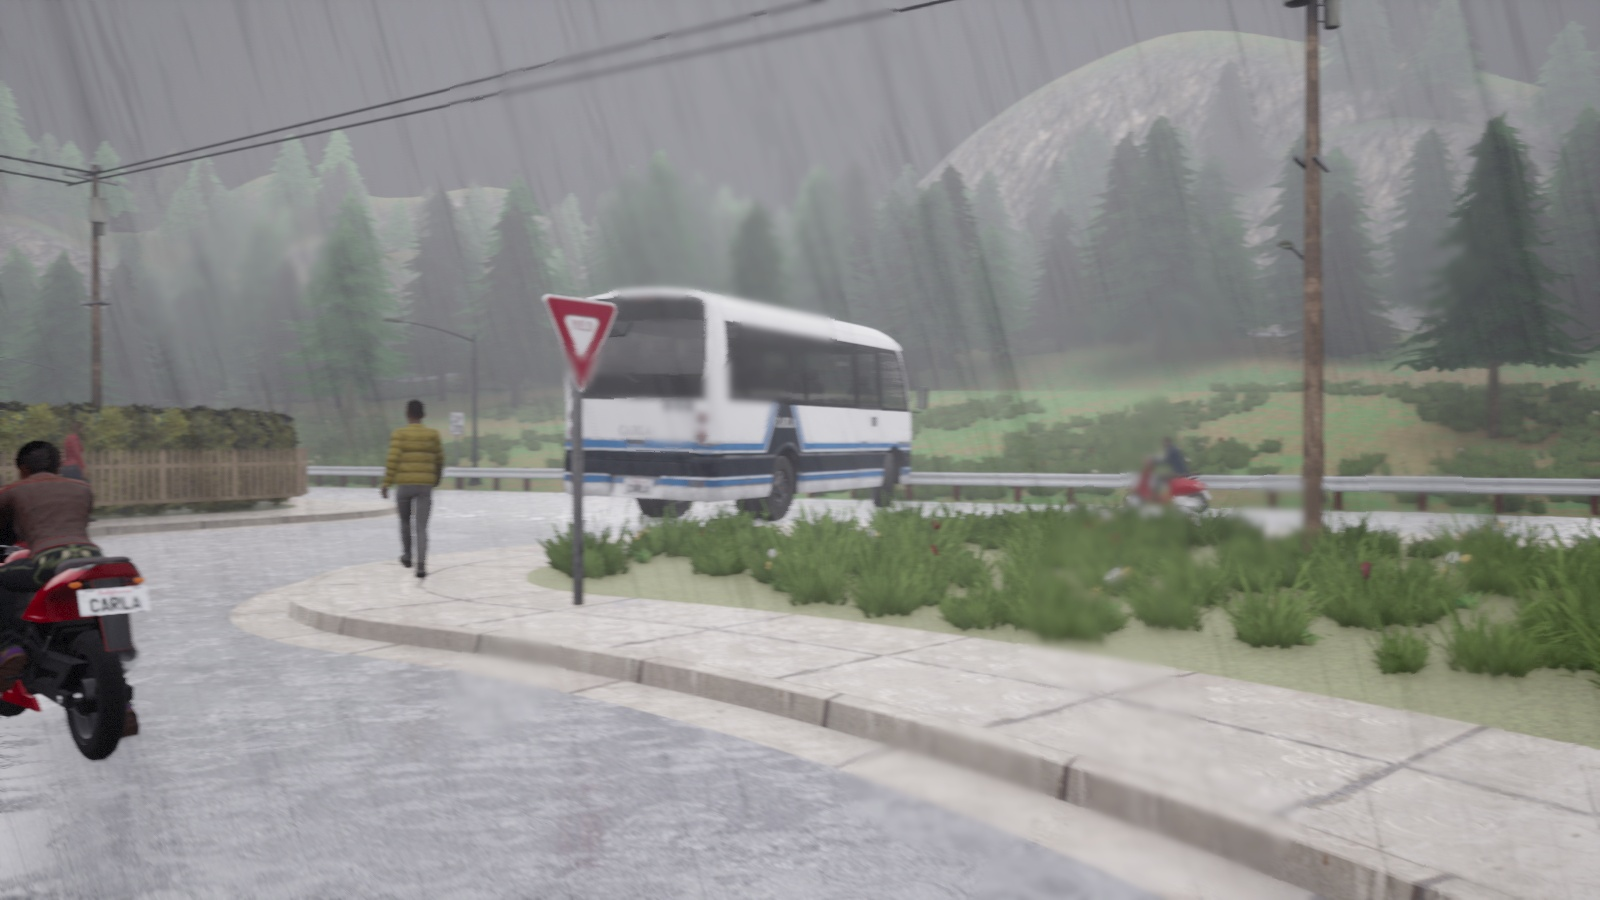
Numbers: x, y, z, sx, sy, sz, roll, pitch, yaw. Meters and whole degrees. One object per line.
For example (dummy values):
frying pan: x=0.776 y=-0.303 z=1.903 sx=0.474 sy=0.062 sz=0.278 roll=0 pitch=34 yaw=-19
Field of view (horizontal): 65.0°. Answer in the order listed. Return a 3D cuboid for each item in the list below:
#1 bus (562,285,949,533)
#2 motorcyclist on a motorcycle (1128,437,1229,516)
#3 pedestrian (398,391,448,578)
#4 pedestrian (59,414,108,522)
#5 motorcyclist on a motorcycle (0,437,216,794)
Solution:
bus: x=-0.386 y=-0.792 z=27.069 sx=3.944 sy=4.253 sz=10.273 roll=2 pitch=1 yaw=25
motorcyclist on a motorcycle: x=7.833 y=0.521 z=25.995 sx=1.817 sy=1.590 sz=0.866 roll=0 pitch=0 yaw=33
pedestrian: x=-3.828 y=0.336 z=12.740 sx=0.431 sy=1.840 sz=0.709 roll=0 pitch=0 yaw=-21
pedestrian: x=-12.379 y=0.305 z=21.705 sx=0.331 sy=1.846 sz=0.636 roll=0 pitch=0 yaw=38
motorcyclist on a motorcycle: x=-3.783 y=0.701 z=6.346 sx=2.044 sy=1.523 sz=0.797 roll=0 pitch=0 yaw=43
